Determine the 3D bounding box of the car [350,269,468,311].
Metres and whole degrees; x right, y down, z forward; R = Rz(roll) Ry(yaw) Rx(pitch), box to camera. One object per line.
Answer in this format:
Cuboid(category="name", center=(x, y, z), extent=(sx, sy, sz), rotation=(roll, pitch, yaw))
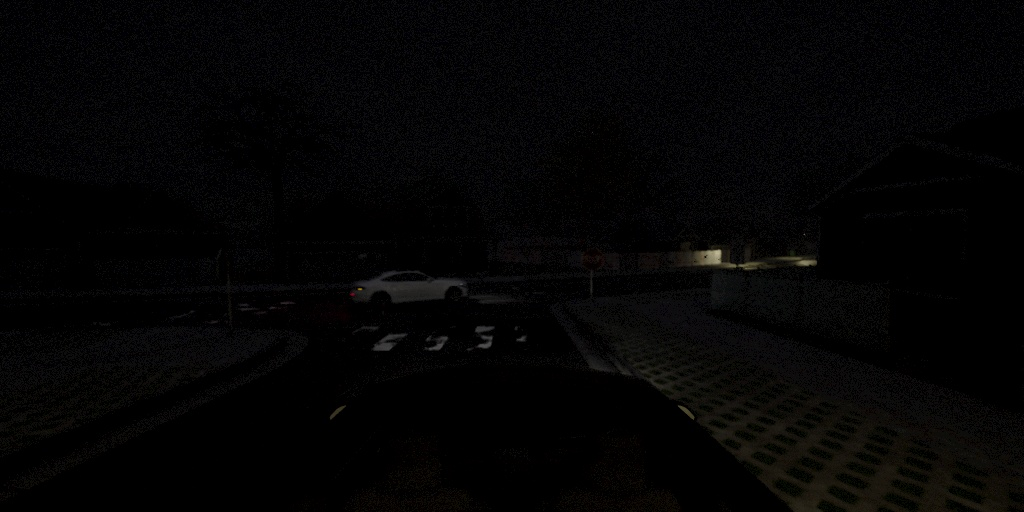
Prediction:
Cuboid(category="car", center=(-4.175, 1.263, 14.908), extent=(4.674, 1.442, 1.812), rotation=(-2, 3, -23))
